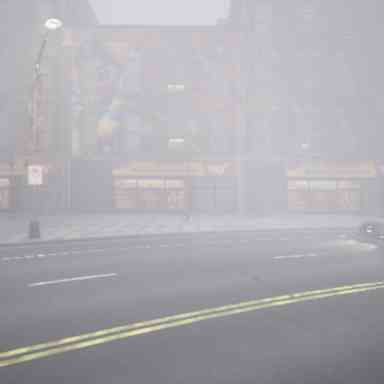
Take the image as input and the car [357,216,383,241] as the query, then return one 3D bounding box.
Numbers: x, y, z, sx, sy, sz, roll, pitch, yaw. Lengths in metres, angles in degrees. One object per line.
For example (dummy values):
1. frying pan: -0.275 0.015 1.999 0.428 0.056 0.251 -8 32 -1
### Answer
1. car: 9.510 1.496 14.523 4.181 1.385 1.994 0 0 -11
